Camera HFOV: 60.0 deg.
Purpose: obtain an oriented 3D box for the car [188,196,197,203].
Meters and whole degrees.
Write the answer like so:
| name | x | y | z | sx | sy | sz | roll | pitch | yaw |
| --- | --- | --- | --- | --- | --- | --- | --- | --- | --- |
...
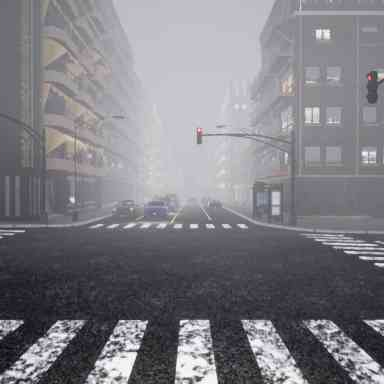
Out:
| name | x | y | z | sx | sy | sz | roll | pitch | yaw |
| --- | --- | --- | --- | --- | --- | --- | --- | --- | --- |
| car | 0.079 | 1.561 | 69.743 | 1.994 | 1.385 | 4.181 | 0 | 0 | 0 |

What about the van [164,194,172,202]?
| name | x | y | z | sx | sy | sz | roll | pitch | yaw |
| --- | --- | --- | --- | --- | --- | --- | --- | --- | --- |
| van | -5.715 | 1.337 | 79.993 | 1.690 | 1.788 | 3.998 | 0 | 0 | 0 |

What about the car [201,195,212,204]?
| name | x | y | z | sx | sy | sz | roll | pitch | yaw |
| --- | --- | --- | --- | --- | --- | --- | --- | --- | --- |
| car | 2.670 | 1.437 | 63.073 | 1.967 | 1.590 | 4.097 | 0 | 0 | 0 |

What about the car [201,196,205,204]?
| name | x | y | z | sx | sy | sz | roll | pitch | yaw |
| --- | --- | --- | --- | --- | --- | --- | --- | --- | --- |
| car | 2.675 | 1.542 | 46.156 | 1.887 | 1.381 | 4.507 | 0 | 0 | 0 |

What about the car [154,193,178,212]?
| name | x | y | z | sx | sy | sz | roll | pitch | yaw |
| --- | --- | --- | --- | --- | --- | --- | --- | --- | --- |
| car | -3.098 | 1.350 | 38.953 | 2.097 | 1.767 | 4.553 | 0 | 0 | 0 |

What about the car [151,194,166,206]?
| name | x | y | z | sx | sy | sz | roll | pitch | yaw |
| --- | --- | --- | --- | --- | --- | --- | --- | --- | --- |
| car | -5.710 | 1.313 | 57.437 | 2.192 | 1.841 | 5.009 | 0 | 0 | 0 |

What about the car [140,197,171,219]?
| name | x | y | z | sx | sy | sz | roll | pitch | yaw |
| --- | --- | --- | --- | --- | --- | --- | --- | --- | --- |
| car | -3.096 | 1.475 | 29.325 | 1.882 | 1.535 | 5.008 | 0 | 0 | -1 |

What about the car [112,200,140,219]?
| name | x | y | z | sx | sy | sz | roll | pitch | yaw |
| --- | --- | --- | --- | --- | --- | --- | --- | --- | --- |
| car | -5.701 | 1.438 | 29.244 | 1.967 | 1.590 | 4.097 | 0 | 0 | 0 |

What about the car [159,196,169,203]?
| name | x | y | z | sx | sy | sz | roll | pitch | yaw |
| --- | --- | --- | --- | --- | --- | --- | --- | --- | --- |
| car | -5.712 | 1.523 | 68.545 | 1.752 | 1.417 | 4.829 | 0 | 0 | 0 |

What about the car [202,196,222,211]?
| name | x | y | z | sx | sy | sz | roll | pitch | yaw |
| --- | --- | --- | --- | --- | --- | --- | --- | --- | --- |
| car | 2.676 | 1.548 | 40.518 | 2.008 | 1.369 | 4.403 | 0 | 0 | 0 |

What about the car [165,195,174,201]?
| name | x | y | z | sx | sy | sz | roll | pitch | yaw |
| --- | --- | --- | --- | --- | --- | --- | --- | --- | --- |
| car | -5.716 | 1.546 | 85.631 | 2.008 | 1.369 | 4.403 | 0 | 0 | 0 |
